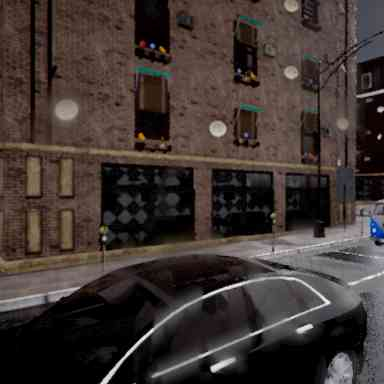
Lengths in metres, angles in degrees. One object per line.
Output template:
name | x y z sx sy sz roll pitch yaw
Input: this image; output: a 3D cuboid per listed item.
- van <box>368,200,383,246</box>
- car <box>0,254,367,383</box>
van | 8.306 1.123 12.558 3.998 1.788 1.690 -1 2 -35
car | -0.223 1.480 3.190 4.892 1.490 1.837 -1 1 -35
